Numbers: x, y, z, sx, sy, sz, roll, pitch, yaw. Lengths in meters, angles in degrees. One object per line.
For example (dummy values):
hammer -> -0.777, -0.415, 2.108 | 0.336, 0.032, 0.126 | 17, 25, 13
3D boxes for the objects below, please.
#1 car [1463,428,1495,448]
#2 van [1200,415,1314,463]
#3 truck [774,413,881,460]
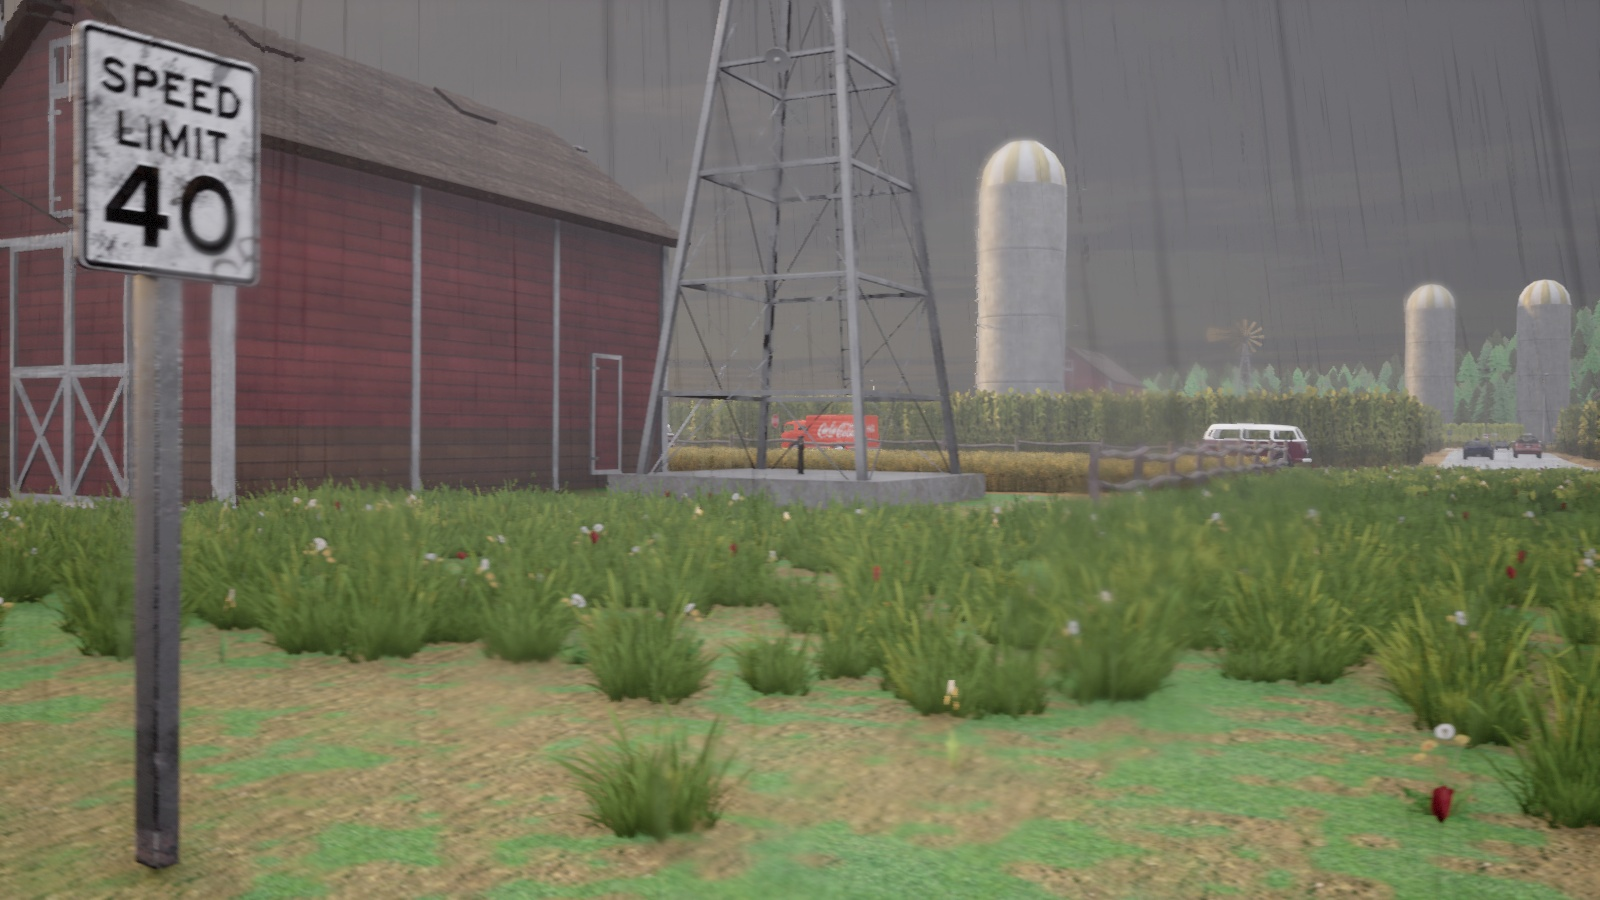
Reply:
car -> 46.312, -0.827, 85.669 | 1.895, 1.301, 4.718 | 0, 1, 28
van -> 20.060, -0.479, 55.135 | 4.480, 2.038, 2.069 | 0, 1, 28
truck -> 1.508, -0.707, 68.491 | 5.204, 2.467, 2.627 | 0, 1, 28
